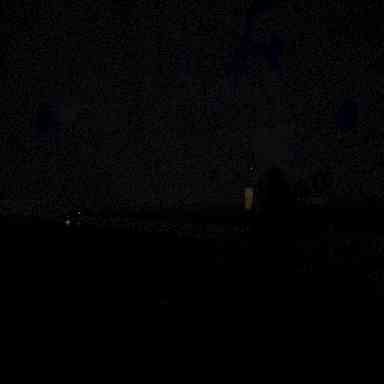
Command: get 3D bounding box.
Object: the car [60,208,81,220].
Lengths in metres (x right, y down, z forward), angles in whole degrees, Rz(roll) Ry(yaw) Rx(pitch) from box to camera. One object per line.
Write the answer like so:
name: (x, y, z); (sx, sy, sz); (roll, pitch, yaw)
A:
car: (-18.412, 3.163, 50.155); (2.097, 1.767, 4.553); (-3, 0, -35)
